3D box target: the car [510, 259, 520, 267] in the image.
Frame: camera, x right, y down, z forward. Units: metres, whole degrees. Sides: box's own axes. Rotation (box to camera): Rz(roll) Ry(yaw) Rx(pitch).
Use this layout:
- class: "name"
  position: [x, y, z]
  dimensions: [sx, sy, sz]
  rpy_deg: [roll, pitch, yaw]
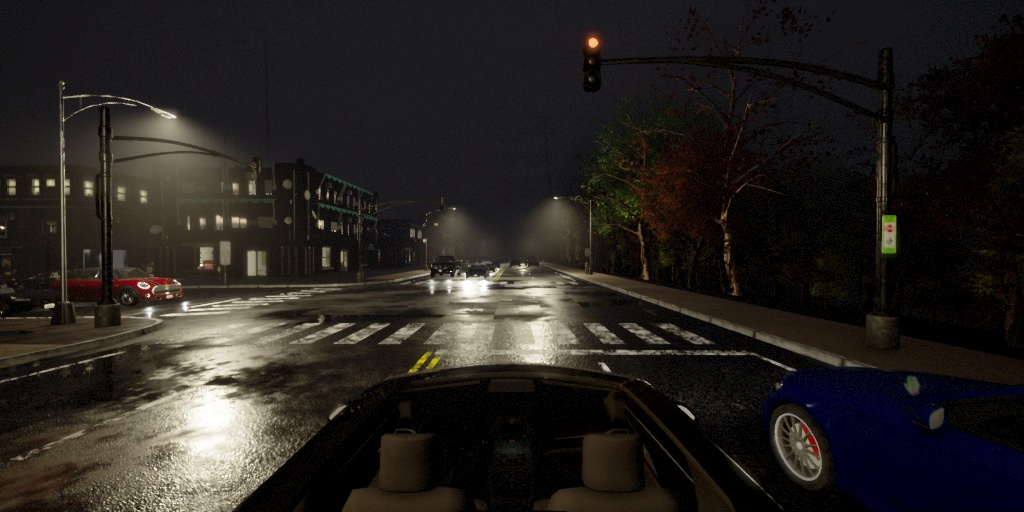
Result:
- class: "car"
  position: [0.589, 1.231, 64.793]
  dimensions: [1.837, 1.490, 4.892]
  rpy_deg: [0, 0, 0]

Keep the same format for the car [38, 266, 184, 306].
- class: "car"
  position: [-17.993, 1.302, 16.466]
  dimensions: [4.553, 1.767, 2.097]
  rpy_deg: [-1, 1, 0]

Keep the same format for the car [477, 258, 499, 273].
- class: "car"
  position: [-3.025, 1.300, 43.314]
  dimensions: [1.994, 1.385, 4.181]
  rpy_deg: [0, 0, 1]

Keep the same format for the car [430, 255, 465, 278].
- class: "car"
  position: [-6.321, 0.961, 34.844]
  dimensions: [2.150, 2.045, 5.566]
  rpy_deg: [0, 0, 2]

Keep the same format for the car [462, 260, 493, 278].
- class: "car"
  position: [-3.110, 1.341, 33.009]
  dimensions: [1.895, 1.301, 4.718]
  rpy_deg: [0, 0, 0]

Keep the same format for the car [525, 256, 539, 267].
- class: "car"
  position: [3.839, 1.204, 64.633]
  dimensions: [1.882, 1.535, 5.008]
  rpy_deg: [0, 0, 1]

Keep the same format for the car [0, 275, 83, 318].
- class: "car"
  position: [-19.857, 1.565, 13.749]
  dimensions: [4.313, 1.339, 1.948]
  rpy_deg: [0, 0, 1]

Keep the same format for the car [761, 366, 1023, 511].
- class: "car"
  position: [3.354, 1.276, 1.567]
  dimensions: [1.812, 1.442, 4.674]
  rpy_deg: [0, 0, 1]

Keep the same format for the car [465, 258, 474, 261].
- class: "car"
  position: [-6.263, 1.240, 45.132]
  dimensions: [1.837, 1.490, 4.892]
  rpy_deg: [0, 0, 0]

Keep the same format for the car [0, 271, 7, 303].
- class: "car"
  position: [-27.203, 1.548, 16.521]
  dimensions: [4.902, 1.511, 2.128]
  rpy_deg: [-1, 1, 0]
